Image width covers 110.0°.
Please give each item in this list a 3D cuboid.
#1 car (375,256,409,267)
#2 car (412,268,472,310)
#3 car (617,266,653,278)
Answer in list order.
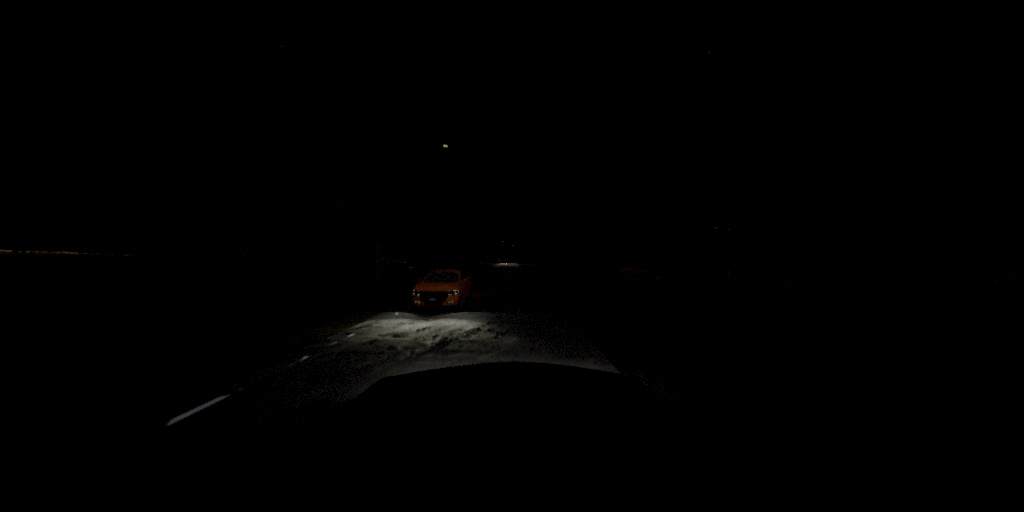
[{"bbox_3d":[-17.206,0.783,51.453,4.674,1.442,1.812,3,-2,0],"label":"car"},{"bbox_3d":[-2.849,1.294,15.416,1.882,1.535,5.008,0,0,0],"label":"car"},{"bbox_3d":[17.759,2.204,51.657,5.008,1.535,1.882,2,-2,0],"label":"car"}]
